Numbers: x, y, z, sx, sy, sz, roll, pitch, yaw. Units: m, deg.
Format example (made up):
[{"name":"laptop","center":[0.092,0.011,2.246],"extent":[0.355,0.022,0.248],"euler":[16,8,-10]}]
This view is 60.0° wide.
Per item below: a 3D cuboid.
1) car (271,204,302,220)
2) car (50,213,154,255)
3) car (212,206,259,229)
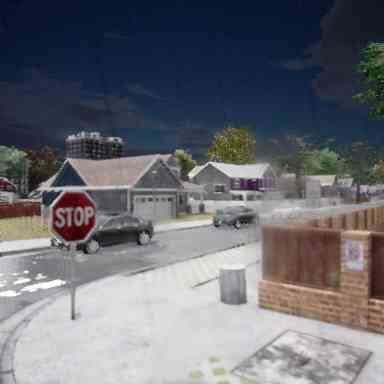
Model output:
[{"name":"car","center":[9.334,1.880,32.673],"extent":[1.812,1.442,4.674],"euler":[-1,-1,36]},{"name":"car","center":[-3.741,1.724,14.630],"extent":[1.837,1.490,4.892],"euler":[-1,-1,36]},{"name":"car","center":[3.282,1.795,24.329],"extent":[1.837,1.490,4.892],"euler":[-1,-1,36]}]
